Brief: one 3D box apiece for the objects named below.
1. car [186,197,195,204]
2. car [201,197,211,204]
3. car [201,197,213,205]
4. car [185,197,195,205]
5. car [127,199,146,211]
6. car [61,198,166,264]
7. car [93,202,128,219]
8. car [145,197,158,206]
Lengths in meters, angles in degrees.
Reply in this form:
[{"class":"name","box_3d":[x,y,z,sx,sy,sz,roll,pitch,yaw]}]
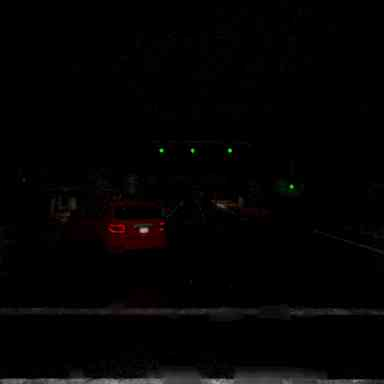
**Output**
[{"class":"car","box_3d":[-0.374,1.840,74.393,1.994,1.385,4.181,0,0,0]},{"class":"car","box_3d":[3.126,1.831,74.296,1.994,1.385,4.181,0,0,0]},{"class":"car","box_3d":[3.068,1.890,66.010,1.994,1.385,4.181,0,0,0]},{"class":"car","box_3d":[-0.432,1.891,66.035,1.994,1.385,4.181,0,0,0]},{"class":"car","box_3d":[-7.651,1.756,46.250,1.812,1.442,4.674,0,0,0]},{"class":"car","box_3d":[-3.081,1.284,12.419,2.150,2.045,5.566,1,-1,-36]},{"class":"car","box_3d":[-7.765,1.707,32.144,2.033,1.411,5.357,0,0,0]},{"class":"car","box_3d":[-7.492,1.785,61.974,1.882,1.535,5.008,0,0,1]}]
